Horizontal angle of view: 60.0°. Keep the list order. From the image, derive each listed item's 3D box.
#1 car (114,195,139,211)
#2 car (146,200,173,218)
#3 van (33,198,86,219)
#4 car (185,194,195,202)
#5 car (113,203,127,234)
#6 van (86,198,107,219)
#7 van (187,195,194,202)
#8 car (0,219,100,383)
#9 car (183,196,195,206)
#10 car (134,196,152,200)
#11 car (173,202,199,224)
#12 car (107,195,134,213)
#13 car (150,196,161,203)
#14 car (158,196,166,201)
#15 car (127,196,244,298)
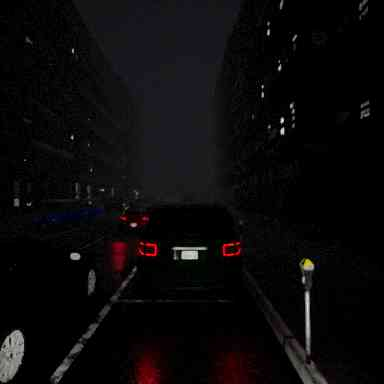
[{"bbox_3d":[-8.312,1.379,42.876,2.192,1.841,5.009,1,0,0],"label":"car"},{"bbox_3d":[-2.998,1.586,32.129,2.033,1.411,5.357,0,0,1],"label":"car"},{"bbox_3d":[-8.311,1.359,20.753,1.690,1.788,3.998,2,0,0],"label":"van"},{"bbox_3d":[-0.469,1.521,81.536,2.192,1.841,5.009,1,0,0],"label":"car"},{"bbox_3d":[-2.974,1.542,19.367,1.812,1.442,4.674,0,0,0],"label":"car"},{"bbox_3d":[-8.313,1.368,26.285,1.690,1.788,3.998,1,0,0],"label":"van"},{"bbox_3d":[-0.471,1.576,87.068,1.690,1.788,3.998,1,0,0],"label":"van"},{"bbox_3d":[-3.020,1.480,5.291,1.882,1.535,5.008,0,0,0],"label":"car"},{"bbox_3d":[-0.471,1.553,59.411,1.967,1.590,4.097,1,0,0],"label":"car"},{"bbox_3d":[-5.818,1.553,42.107,2.128,1.511,4.902,0,0,1],"label":"car"},{"bbox_3d":[-0.437,1.572,26.224,1.887,1.381,4.507,1,0,0],"label":"car"},{"bbox_3d":[-8.312,1.365,37.346,2.192,1.841,5.009,1,0,0],"label":"car"},{"bbox_3d":[-8.321,1.725,76.059,1.887,1.381,4.507,1,0,0],"label":"car"},{"bbox_3d":[-8.323,1.847,92.652,1.802,1.307,4.206,1,0,0],"label":"car"},{"bbox_3d":[-0.039,1.233,8.683,2.150,2.045,5.566,0,0,0],"label":"car"}]
